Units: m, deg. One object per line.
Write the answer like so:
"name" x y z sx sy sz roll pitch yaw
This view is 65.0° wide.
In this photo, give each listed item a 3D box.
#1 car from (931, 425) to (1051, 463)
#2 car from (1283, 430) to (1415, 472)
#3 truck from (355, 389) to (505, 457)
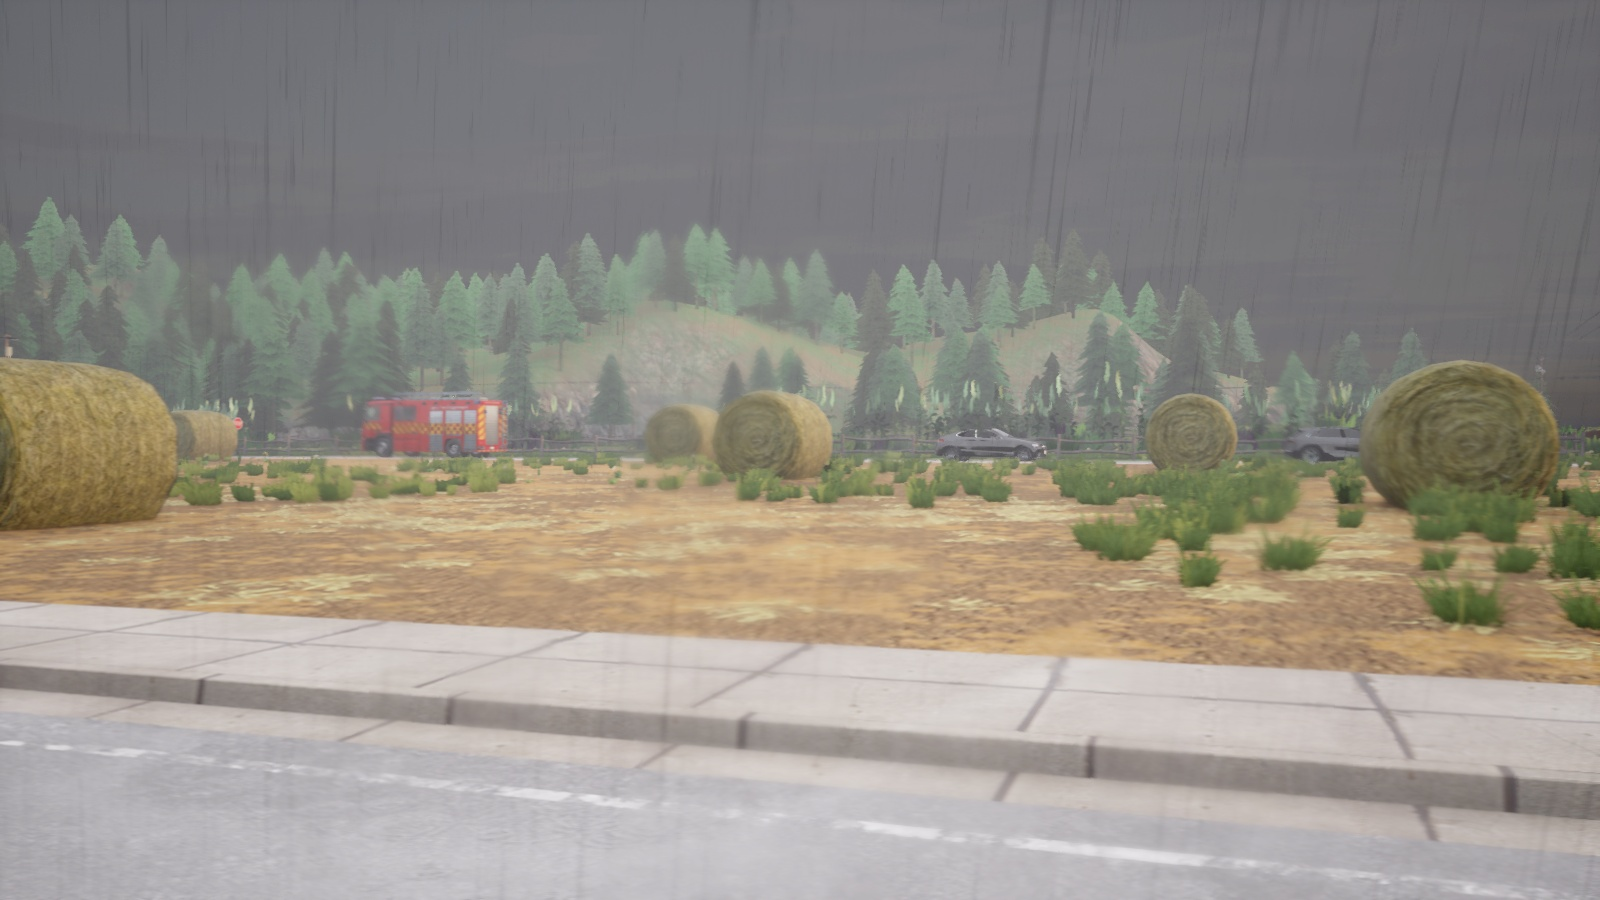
"car" 8.681 -0.283 57.199 5.027 1.651 2.152 1 1 22
"car" 22.455 0.006 51.517 4.856 1.649 2.033 1 1 22
"truck" -21.672 -1.589 73.493 8.468 3.827 2.891 1 1 22
